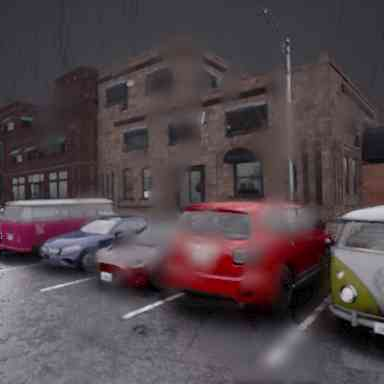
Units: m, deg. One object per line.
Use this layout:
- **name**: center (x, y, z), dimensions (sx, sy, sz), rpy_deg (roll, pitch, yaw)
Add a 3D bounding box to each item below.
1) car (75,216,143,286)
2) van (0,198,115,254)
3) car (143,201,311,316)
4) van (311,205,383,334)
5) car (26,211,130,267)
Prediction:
- **car**: center (-0.525, 1.519, 9.491), dimensions (2.163, 1.488, 4.792), rpy_deg (0, 0, 36)
- **van**: center (-4.714, 1.261, 12.787), dimensions (1.878, 1.987, 4.442), rpy_deg (0, 0, 37)
- **car**: center (1.723, 1.237, 7.947), dimensions (2.435, 2.045, 5.566), rpy_deg (0, 0, 36)
- **van**: center (3.879, 1.256, 6.241), dimensions (1.878, 1.987, 4.442), rpy_deg (0, 0, 35)
- **car**: center (-2.617, 1.530, 11.062), dimensions (2.002, 1.452, 4.674), rpy_deg (0, 0, 37)
